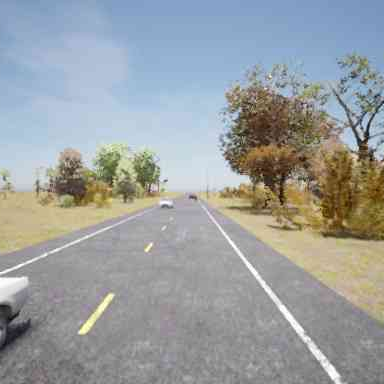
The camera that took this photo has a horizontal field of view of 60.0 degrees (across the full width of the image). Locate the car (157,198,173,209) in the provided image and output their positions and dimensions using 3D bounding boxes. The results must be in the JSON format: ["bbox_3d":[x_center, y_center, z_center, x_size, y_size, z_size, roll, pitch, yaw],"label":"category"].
[{"bbox_3d":[-3.581,1.534,46.204,1.812,1.442,4.674,0,0,0],"label":"car"}]

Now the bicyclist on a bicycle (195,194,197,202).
[{"bbox_3d":[0.955,1.372,79.053,0.659,1.776,1.843,0,0,0],"label":"bicyclist on a bicycle"}]

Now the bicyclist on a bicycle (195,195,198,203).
[{"bbox_3d":[0.957,1.458,70.199,0.582,1.620,1.656,0,-1,0],"label":"bicyclist on a bicycle"}]

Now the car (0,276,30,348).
[{"bbox_3d":[-3.601,1.602,3.250,1.895,1.301,4.718,0,0,0],"label":"car"}]
